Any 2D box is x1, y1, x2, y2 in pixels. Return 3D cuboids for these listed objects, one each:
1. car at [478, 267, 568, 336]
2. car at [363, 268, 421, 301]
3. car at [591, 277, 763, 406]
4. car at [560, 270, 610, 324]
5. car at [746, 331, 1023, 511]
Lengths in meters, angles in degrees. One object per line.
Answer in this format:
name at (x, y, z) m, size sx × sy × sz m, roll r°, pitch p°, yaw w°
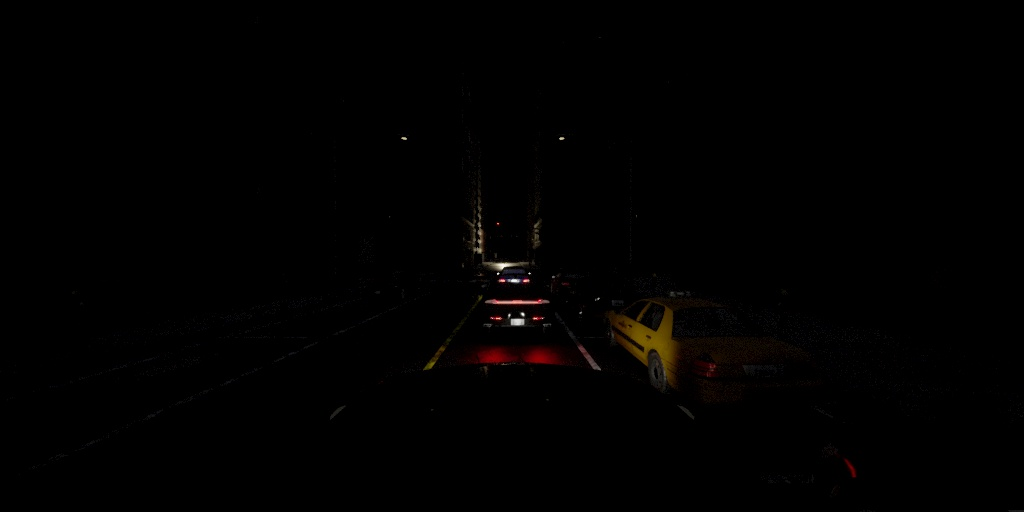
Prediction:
car at (0.107, 1.239, 10.326) m, size 2.128 × 1.511 × 4.902 m, roll 0°, pitch 0°, yaw 0°
car at (-5.663, 1.290, 17.388) m, size 1.888 × 1.381 × 4.507 m, roll 0°, pitch 0°, yaw 0°
car at (2.876, 1.274, 6.384) m, size 1.751 × 1.417 × 4.829 m, roll 0°, pitch 0°, yaw 0°
car at (2.879, 1.312, 11.800) m, size 1.948 × 1.339 × 4.313 m, roll 0°, pitch 0°, yaw 0°
car at (2.872, 1.301, 0.628) m, size 2.007 × 1.370 × 4.403 m, roll 0°, pitch 0°, yaw 0°
